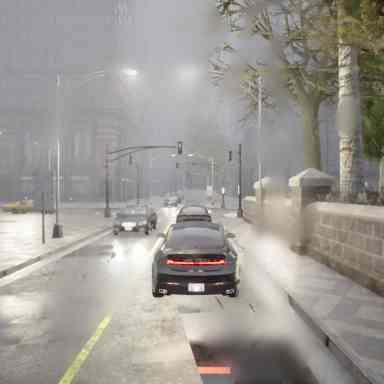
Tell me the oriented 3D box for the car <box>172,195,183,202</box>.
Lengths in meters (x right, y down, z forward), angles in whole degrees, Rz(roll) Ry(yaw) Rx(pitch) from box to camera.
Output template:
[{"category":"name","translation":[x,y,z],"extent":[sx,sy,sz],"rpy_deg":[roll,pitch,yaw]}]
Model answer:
[{"category":"car","translation":[-3.020,1.322,70.057],"extent":[2.128,1.511,4.902],"rpy_deg":[0,0,0]}]

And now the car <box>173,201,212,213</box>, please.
[{"category":"car","translation":[0.095,1.477,18.849],"extent":[1.882,1.535,5.008],"rpy_deg":[0,0,0]}]

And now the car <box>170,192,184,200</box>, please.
[{"category":"car","translation":[-3.087,1.091,60.131],"extent":[2.150,2.045,5.566],"rpy_deg":[0,0,1]}]

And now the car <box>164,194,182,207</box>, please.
[{"category":"car","translation":[-3.105,1.424,50.177],"extent":[2.128,1.511,4.902],"rpy_deg":[0,0,0]}]

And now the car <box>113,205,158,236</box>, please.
[{"category":"car","translation":[-3.016,1.491,18.471],"extent":[2.128,1.511,4.902],"rpy_deg":[0,0,1]}]

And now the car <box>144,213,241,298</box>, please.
[{"category":"car","translation":[0.096,1.505,8.528],"extent":[1.837,1.490,4.892],"rpy_deg":[0,0,0]}]

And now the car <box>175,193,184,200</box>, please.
[{"category":"car","translation":[-3.023,1.057,80.344],"extent":[2.097,1.767,4.553],"rpy_deg":[0,1,0]}]

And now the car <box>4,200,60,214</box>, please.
[{"category":"car","translation":[-14.941,1.398,31.177],"extent":[4.829,1.417,1.752],"rpy_deg":[1,-1,0]}]
